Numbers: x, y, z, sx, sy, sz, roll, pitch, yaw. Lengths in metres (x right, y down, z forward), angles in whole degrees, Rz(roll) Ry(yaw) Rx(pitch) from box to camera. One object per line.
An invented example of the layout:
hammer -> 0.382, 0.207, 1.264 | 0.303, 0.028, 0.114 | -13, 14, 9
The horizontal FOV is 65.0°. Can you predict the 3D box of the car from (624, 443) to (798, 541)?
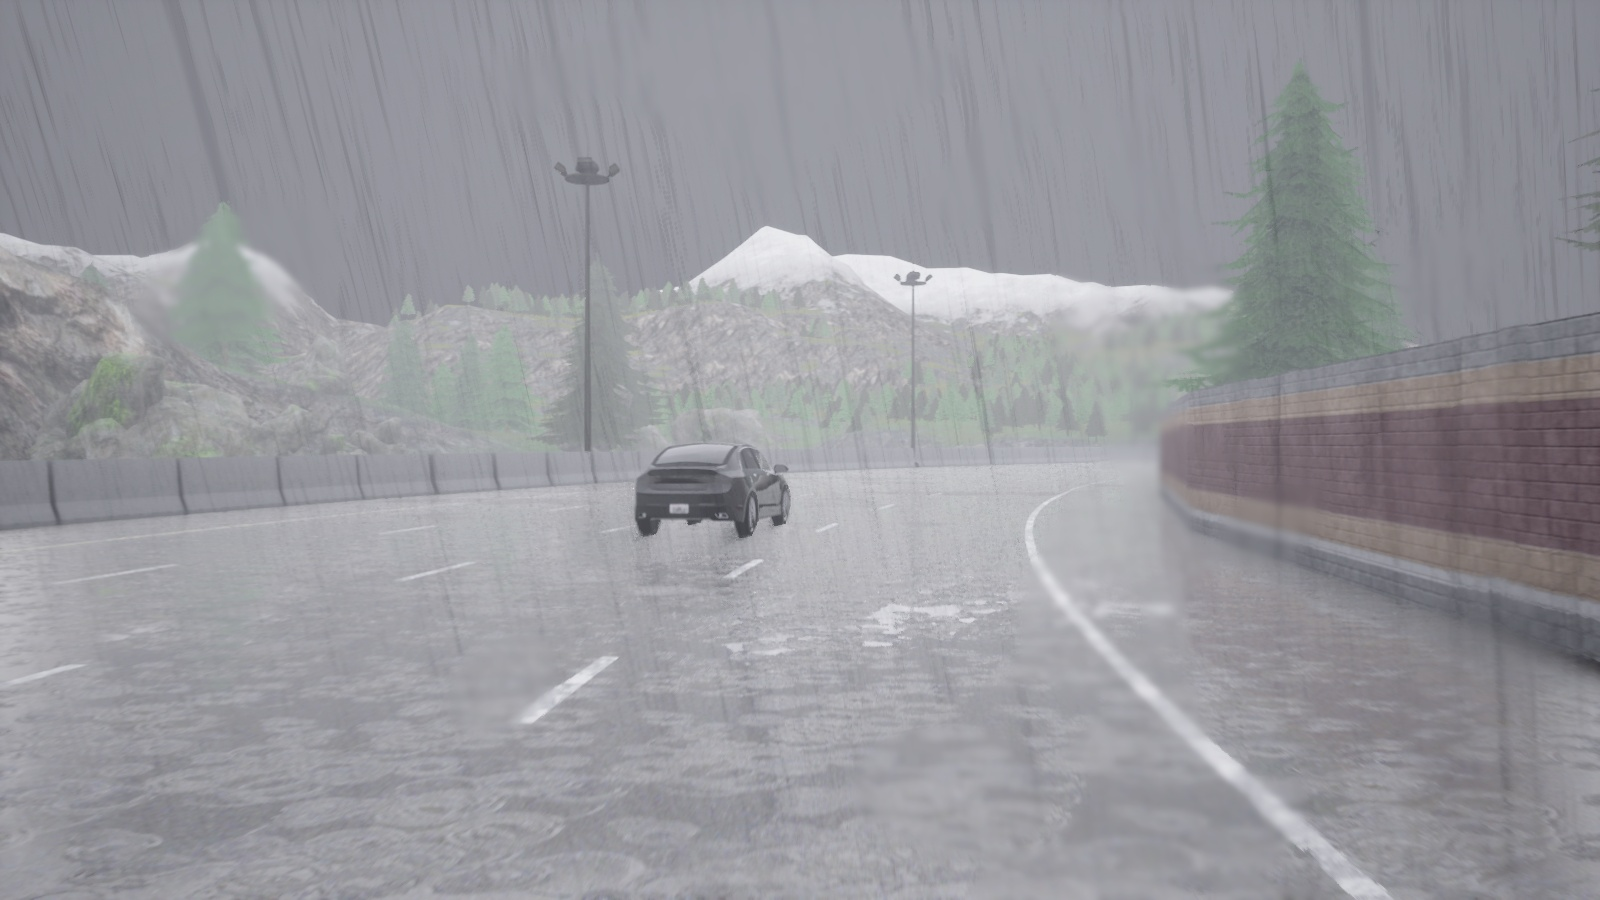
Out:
car -> -1.383, 0.628, 21.648 | 1.837, 1.490, 4.892 | 0, 0, 10
